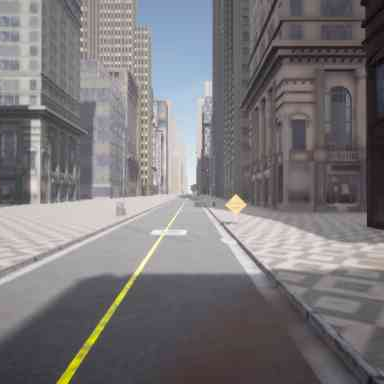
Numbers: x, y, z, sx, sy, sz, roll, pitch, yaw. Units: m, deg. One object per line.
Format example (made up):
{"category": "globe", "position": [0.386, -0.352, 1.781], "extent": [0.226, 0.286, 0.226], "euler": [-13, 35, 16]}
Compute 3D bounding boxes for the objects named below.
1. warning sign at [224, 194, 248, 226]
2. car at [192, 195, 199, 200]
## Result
{"category": "warning sign", "position": [2.705, 1.087, 20.493], "extent": [1.300, 1.860, 1.060], "euler": [-1, -1, 0]}
{"category": "car", "position": [1.049, 1.468, 90.676], "extent": [1.801, 1.575, 5.366], "euler": [0, 0, 0]}
